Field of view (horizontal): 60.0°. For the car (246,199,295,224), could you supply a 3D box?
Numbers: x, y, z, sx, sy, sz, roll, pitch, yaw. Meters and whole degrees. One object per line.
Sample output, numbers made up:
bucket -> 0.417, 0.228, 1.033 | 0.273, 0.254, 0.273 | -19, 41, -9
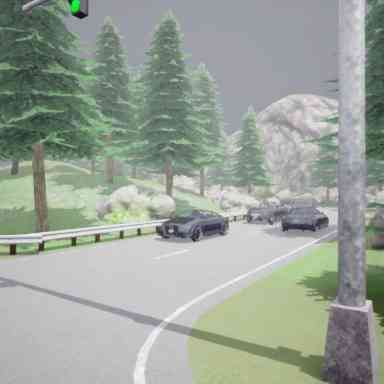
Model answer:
car -> 5.728, 1.507, 24.964 | 2.128, 1.511, 4.902 | 0, 0, 34

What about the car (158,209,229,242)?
car -> 0.170, 1.579, 16.717 | 1.994, 1.385, 4.181 | 0, 0, 34

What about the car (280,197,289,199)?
car -> 15.010, 1.535, 52.921 | 2.128, 1.511, 4.902 | 1, -1, -36

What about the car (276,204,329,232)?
car -> 6.978, 1.641, 20.376 | 1.994, 1.385, 4.181 | 0, -1, 34

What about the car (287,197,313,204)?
car -> 11.220, 1.521, 33.580 | 1.837, 1.490, 4.892 | 0, 0, 27
